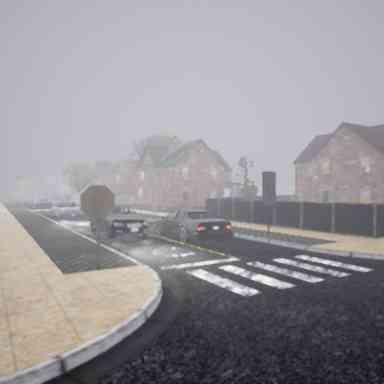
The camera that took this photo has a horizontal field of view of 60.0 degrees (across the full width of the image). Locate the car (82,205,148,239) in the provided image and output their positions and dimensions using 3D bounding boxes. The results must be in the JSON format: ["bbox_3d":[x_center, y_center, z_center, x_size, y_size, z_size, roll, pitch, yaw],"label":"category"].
[{"bbox_3d":[-3.790,1.411,16.856,2.128,1.511,4.902,0,0,-31],"label":"car"}]

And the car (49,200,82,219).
[{"bbox_3d":[-10.410,1.507,27.926,1.895,1.301,4.718,0,0,-31],"label":"car"}]

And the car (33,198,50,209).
[{"bbox_3d":[-19.202,1.487,42.770,1.994,1.385,4.181,0,0,-31],"label":"car"}]

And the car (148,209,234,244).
[{"bbox_3d":[-0.116,1.475,15.497,2.033,1.411,5.357,0,0,-25],"label":"car"}]
